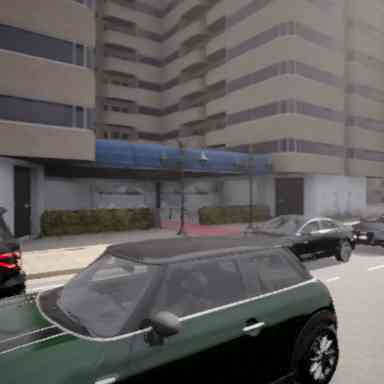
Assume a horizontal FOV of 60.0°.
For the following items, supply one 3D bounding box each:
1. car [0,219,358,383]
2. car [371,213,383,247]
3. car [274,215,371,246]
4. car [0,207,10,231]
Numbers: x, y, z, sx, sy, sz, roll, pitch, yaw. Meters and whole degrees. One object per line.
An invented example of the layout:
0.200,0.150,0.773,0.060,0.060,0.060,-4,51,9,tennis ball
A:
-0.422,1.355,3.689,4.553,1.767,2.097,0,0,-35,car
8.275,1.589,14.070,4.181,1.385,1.994,0,0,-35,car
3.318,1.507,10.647,4.902,1.511,2.128,0,0,-35,car
-5.332,1.222,4.487,5.566,2.045,2.150,0,0,-35,car
